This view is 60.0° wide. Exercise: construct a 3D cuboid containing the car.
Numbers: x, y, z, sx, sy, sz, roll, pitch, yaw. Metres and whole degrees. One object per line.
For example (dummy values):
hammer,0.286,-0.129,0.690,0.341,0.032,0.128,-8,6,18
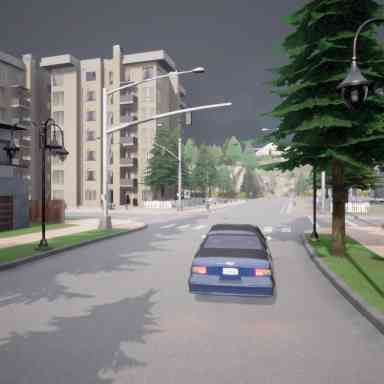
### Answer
car,1.127,1.547,8.766,2.033,1.411,5.357,0,0,9
